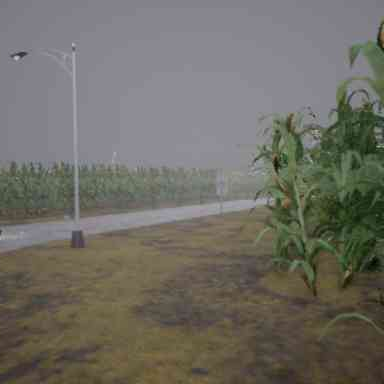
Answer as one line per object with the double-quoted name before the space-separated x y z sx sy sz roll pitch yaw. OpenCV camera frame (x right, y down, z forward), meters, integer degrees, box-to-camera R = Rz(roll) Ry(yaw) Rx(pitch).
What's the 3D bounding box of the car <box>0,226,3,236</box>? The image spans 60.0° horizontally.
"car" -8.664 1.417 11.112 2.033 1.411 5.357 -1 2 0
